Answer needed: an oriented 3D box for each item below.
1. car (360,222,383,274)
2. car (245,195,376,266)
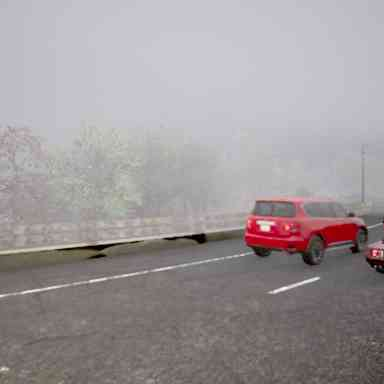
[{"bbox_3d":[6.841,1.605,9.539,4.718,1.301,1.895,0,0,-42],"label":"car"},{"bbox_3d":[4.242,1.234,11.885,5.566,2.045,2.150,1,-1,-41],"label":"car"}]
